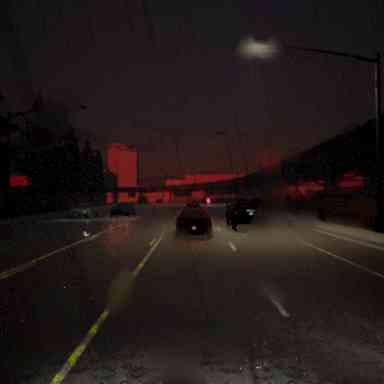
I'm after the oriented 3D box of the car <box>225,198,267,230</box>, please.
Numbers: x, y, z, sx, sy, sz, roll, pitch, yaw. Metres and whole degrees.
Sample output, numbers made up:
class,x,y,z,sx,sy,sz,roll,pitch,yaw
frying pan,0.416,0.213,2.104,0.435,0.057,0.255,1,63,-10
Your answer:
class,x,y,z,sx,sy,sz,roll,pitch,yaw
car,3.602,1.429,22.919,2.150,2.045,5.566,0,0,0

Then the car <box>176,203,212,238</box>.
class,x,y,z,sx,sy,sz,roll,pitch,yaw
car,0.100,1.650,18.996,1.882,1.535,5.008,0,-1,0

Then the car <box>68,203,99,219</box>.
class,x,y,z,sx,sy,sz,roll,pitch,yaw
car,-10.600,1.821,32.686,1.812,1.442,4.674,0,-1,0

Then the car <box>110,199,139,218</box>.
class,x,y,z,sx,sy,sz,roll,pitch,yaw
car,-7.091,1.789,34.435,1.882,1.535,5.008,0,0,0

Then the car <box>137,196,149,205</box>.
class,x,y,z,sx,sy,sz,roll,pitch,yaw
car,-10.736,1.815,73.516,2.150,2.045,5.566,0,-1,-2

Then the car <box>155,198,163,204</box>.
class,x,y,z,sx,sy,sz,roll,pitch,yaw
car,-7.497,2.006,76.871,2.033,1.411,5.357,0,-1,-4
